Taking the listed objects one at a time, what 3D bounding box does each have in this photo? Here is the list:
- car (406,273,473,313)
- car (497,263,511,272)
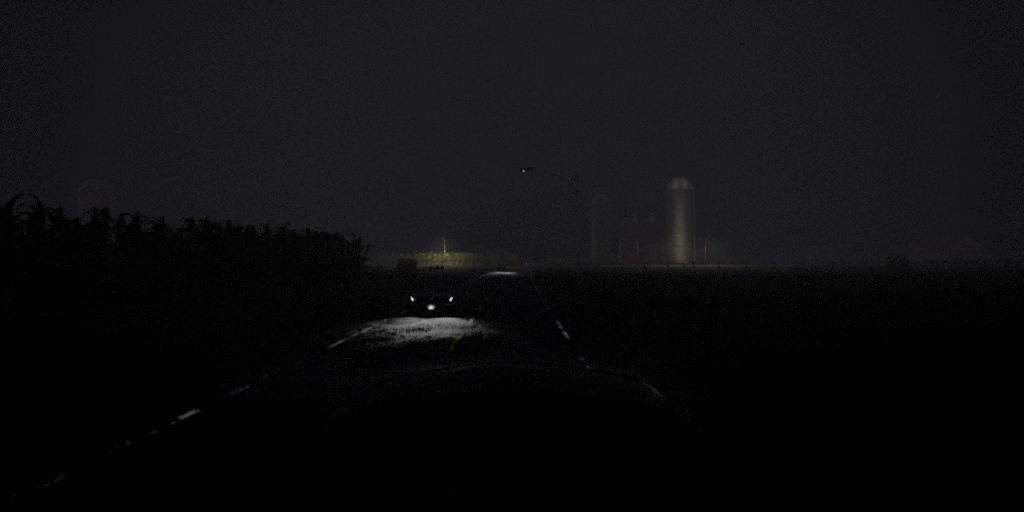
[{"bbox_3d":[-2.749,1.406,14.957,2.033,1.411,5.357,0,0,1],"label":"car"},{"bbox_3d":[-1.248,1.807,56.889,1.895,1.301,4.718,0,0,4],"label":"car"}]
